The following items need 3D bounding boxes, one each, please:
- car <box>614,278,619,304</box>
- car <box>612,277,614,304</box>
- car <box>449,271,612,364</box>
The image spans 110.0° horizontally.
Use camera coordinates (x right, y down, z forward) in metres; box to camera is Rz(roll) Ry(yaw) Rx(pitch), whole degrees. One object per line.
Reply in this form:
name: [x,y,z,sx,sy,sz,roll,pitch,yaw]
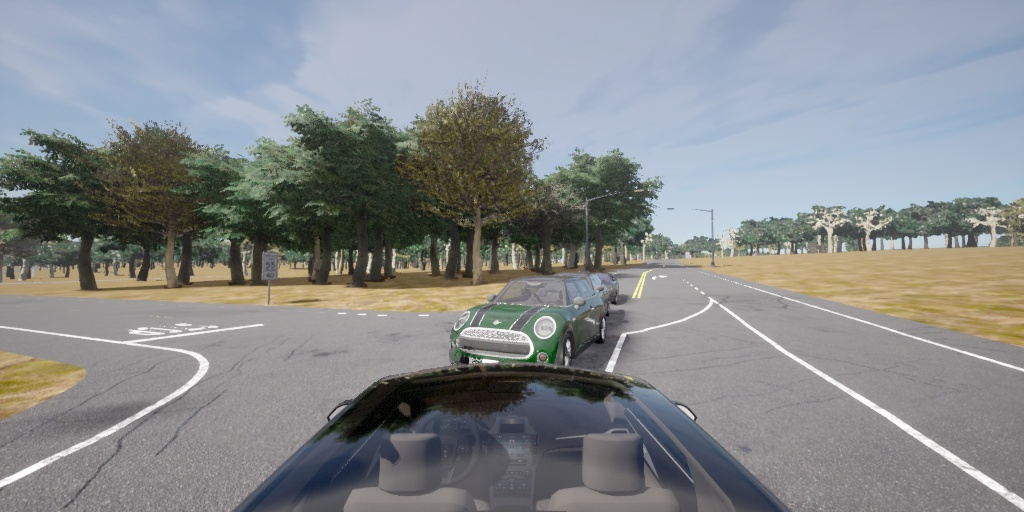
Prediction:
car: [4.229,1.509,17.814,1.994,1.385,4.181,-1,0,19]
car: [2.032,1.344,12.088,2.097,1.767,4.553,-1,-1,21]
car: [0.624,1.218,7.776,2.097,1.767,4.553,-1,-2,26]
